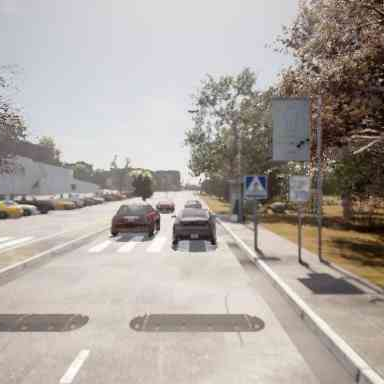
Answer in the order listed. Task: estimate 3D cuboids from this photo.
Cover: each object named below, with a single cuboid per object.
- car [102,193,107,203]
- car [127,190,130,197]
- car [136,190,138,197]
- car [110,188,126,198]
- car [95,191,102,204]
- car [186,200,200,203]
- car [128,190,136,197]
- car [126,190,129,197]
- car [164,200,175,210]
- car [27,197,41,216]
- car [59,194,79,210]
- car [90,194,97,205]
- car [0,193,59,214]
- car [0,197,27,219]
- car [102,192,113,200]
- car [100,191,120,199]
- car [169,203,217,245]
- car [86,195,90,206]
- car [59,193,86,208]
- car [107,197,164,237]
[{"bbox_3d":[-16.829,1.294,54.661,4.674,1.452,2.002,-1,1,-20],"label":"car"},{"bbox_3d":[-16.991,0.974,72.597,5.366,1.575,1.946,-1,1,-20],"label":"car"},{"bbox_3d":[-16.782,0.700,84.672,4.553,1.767,2.185,-1,1,-20],"label":"car"},{"bbox_3d":[-16.800,0.811,66.675,5.566,2.045,2.435,-1,1,-20],"label":"car"},{"bbox_3d":[-16.861,1.172,51.648,4.553,1.767,2.185,-1,1,-20],"label":"car"},{"bbox_3d":[0.098,1.520,33.941,2.033,1.411,5.357,0,0,0],"label":"car"},{"bbox_3d":[-16.842,0.644,78.644,5.566,2.045,2.435,-1,1,-20],"label":"car"},{"bbox_3d":[-16.645,1.010,69.731,5.366,1.575,1.946,-1,1,-20],"label":"car"},{"bbox_3d":[-2.910,1.552,37.656,1.895,1.301,4.718,0,0,0],"label":"car"},{"bbox_3d":[-16.844,1.515,30.636,4.674,1.452,2.002,-1,0,-20],"label":"car"},{"bbox_3d":[-16.663,1.423,39.710,5.366,1.575,1.946,-1,0,-20],"label":"car"},{"bbox_3d":[-16.833,1.381,48.662,4.674,1.452,2.002,-1,0,-20],"label":"car"},{"bbox_3d":[-16.816,1.216,33.655,5.566,2.045,2.435,-1,0,-20],"label":"car"},{"bbox_3d":[-17.013,1.481,27.563,5.366,1.575,1.946,-1,0,-20],"label":"car"},{"bbox_3d":[-16.818,1.207,57.660,5.008,1.535,2.097,-1,1,-20],"label":"car"},{"bbox_3d":[-16.796,1.138,63.677,4.792,1.488,2.163,-1,1,-20],"label":"car"},{"bbox_3d":[0.100,1.502,15.591,1.837,1.490,4.892,0,0,0],"label":"car"},{"bbox_3d":[-16.857,1.402,45.637,4.792,1.488,2.163,-1,1,-20],"label":"car"},{"bbox_3d":[-16.862,1.153,42.635,5.566,2.045,2.435,-1,1,-20],"label":"car"},{"bbox_3d":[-2.902,1.348,18.049,2.097,1.767,4.553,0,0,0],"label":"car"}]
